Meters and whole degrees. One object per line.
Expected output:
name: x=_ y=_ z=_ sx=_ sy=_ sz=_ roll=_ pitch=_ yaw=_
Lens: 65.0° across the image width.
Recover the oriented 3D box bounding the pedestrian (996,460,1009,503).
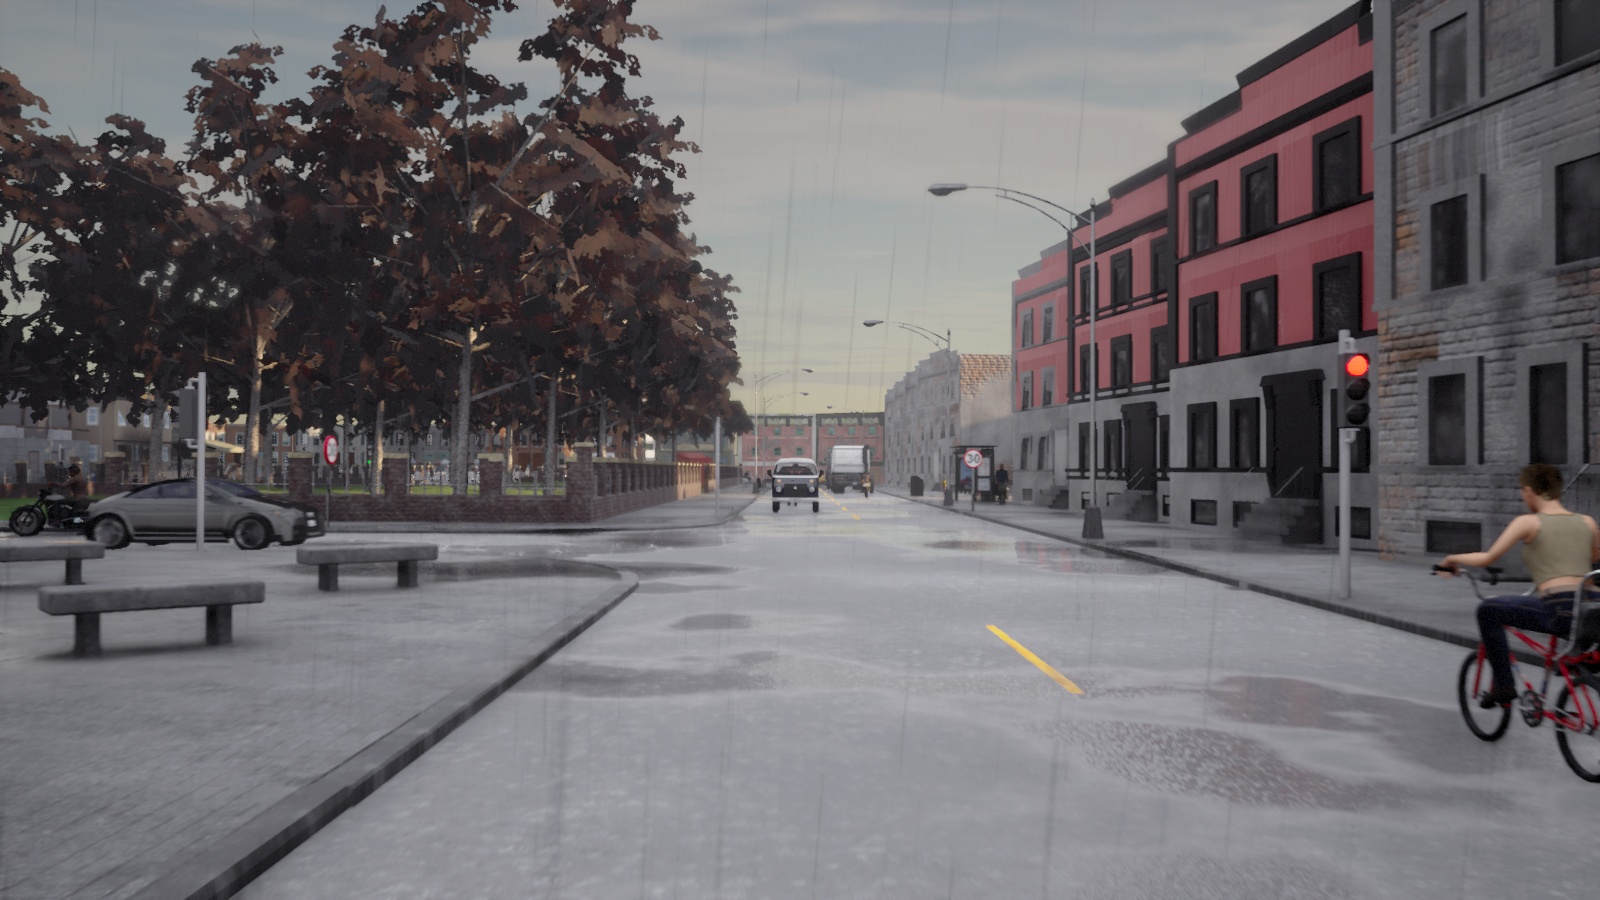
pedestrian: x=8.826 y=1.368 z=54.768 sx=0.402 sy=1.842 sz=0.726 roll=0 pitch=-1 yaw=0

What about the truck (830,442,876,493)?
truck: x=3.691 y=1.250 z=89.188 sx=2.891 sy=3.462 sz=7.936 roll=0 pitch=-1 yaw=0

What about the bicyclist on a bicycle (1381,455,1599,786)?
bicyclist on a bicycle: x=3.984 y=0.845 z=6.895 sx=0.866 sy=1.612 sz=1.509 roll=0 pitch=-1 yaw=0

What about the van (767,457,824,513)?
van: x=-0.151 y=1.306 z=47.782 sx=2.069 sy=2.038 sz=4.480 roll=0 pitch=-1 yaw=0

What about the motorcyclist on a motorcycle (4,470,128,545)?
motorcyclist on a motorcycle: x=-16.580 y=1.287 z=28.399 sx=2.350 sy=1.649 sz=0.766 roll=0 pitch=-1 yaw=-2

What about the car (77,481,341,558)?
car: x=-11.346 y=1.314 z=24.346 sx=4.181 sy=1.385 sz=1.994 roll=0 pitch=-1 yaw=0
